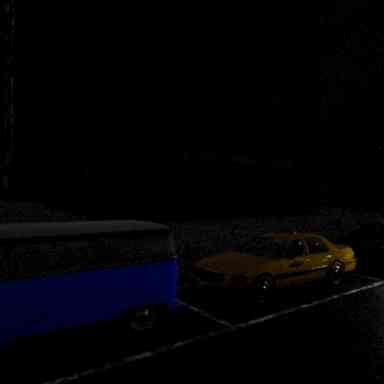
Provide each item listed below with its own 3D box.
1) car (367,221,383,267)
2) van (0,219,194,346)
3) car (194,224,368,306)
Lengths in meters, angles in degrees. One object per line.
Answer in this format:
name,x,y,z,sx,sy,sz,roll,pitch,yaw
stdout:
car,6.721,1.700,11.452,4.313,1.339,1.947,1,-1,-36
van,-2.127,1.354,5.133,3.998,1.788,1.690,1,-1,-36
car,2.158,1.597,8.194,4.829,1.417,1.752,1,-1,-36
